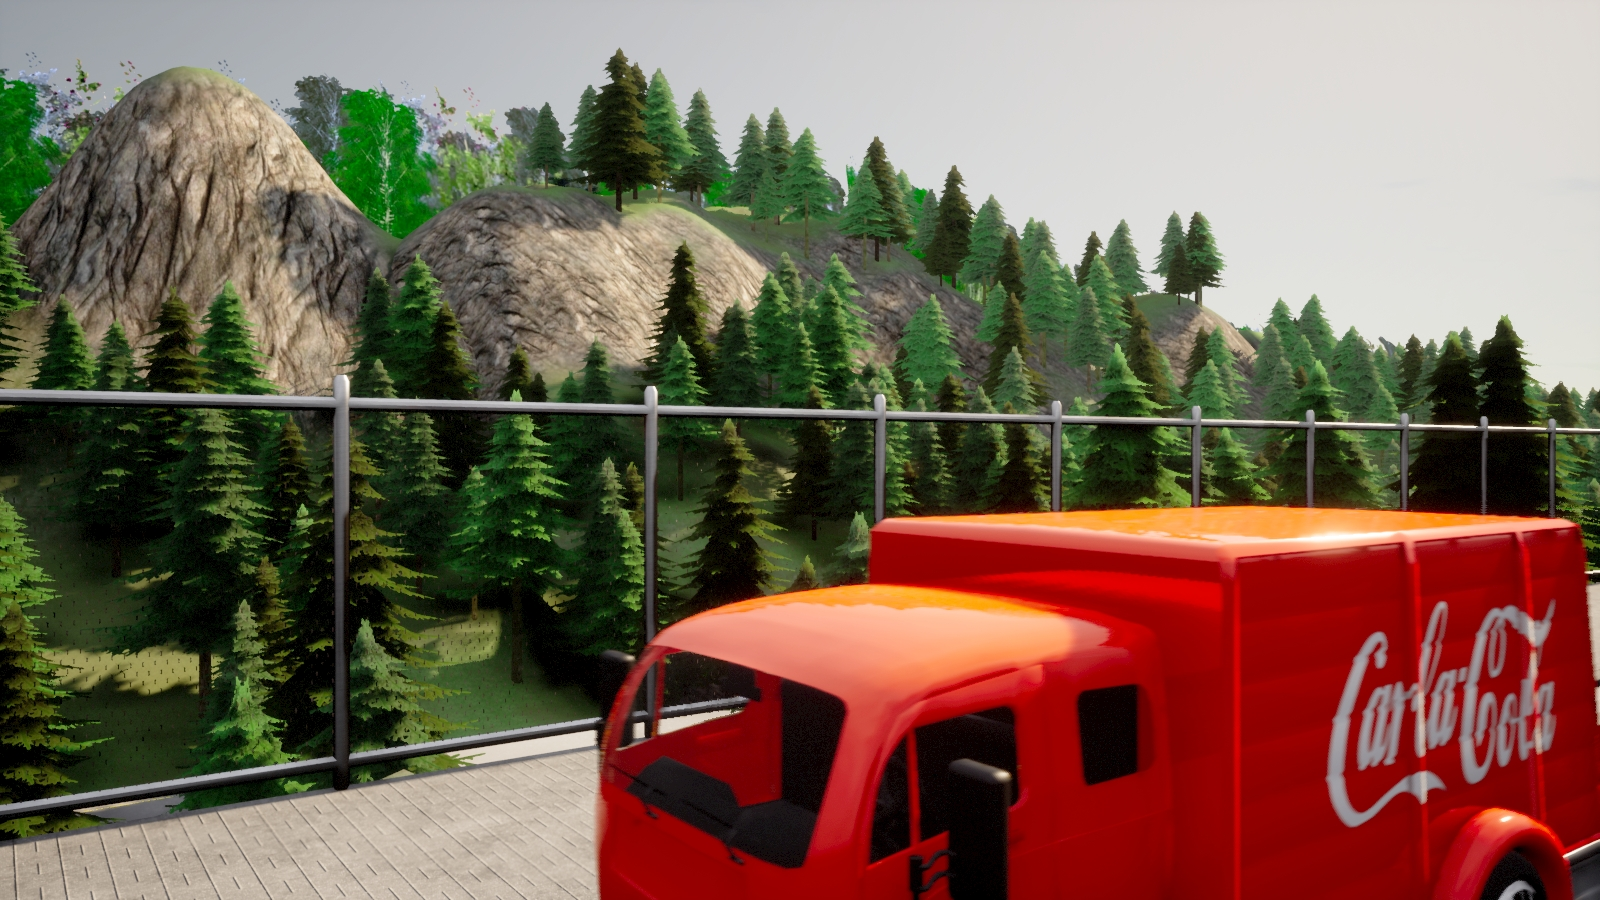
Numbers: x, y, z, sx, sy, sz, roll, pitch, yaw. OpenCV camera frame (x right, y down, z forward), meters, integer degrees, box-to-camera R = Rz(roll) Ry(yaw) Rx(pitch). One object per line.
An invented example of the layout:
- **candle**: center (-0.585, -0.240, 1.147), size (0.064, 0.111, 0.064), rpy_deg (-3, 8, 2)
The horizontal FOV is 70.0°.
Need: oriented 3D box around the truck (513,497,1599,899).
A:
- **truck**: center (1.600, 1.568, 5.552), size (5.204, 2.467, 2.627), rpy_deg (0, 0, -36)
